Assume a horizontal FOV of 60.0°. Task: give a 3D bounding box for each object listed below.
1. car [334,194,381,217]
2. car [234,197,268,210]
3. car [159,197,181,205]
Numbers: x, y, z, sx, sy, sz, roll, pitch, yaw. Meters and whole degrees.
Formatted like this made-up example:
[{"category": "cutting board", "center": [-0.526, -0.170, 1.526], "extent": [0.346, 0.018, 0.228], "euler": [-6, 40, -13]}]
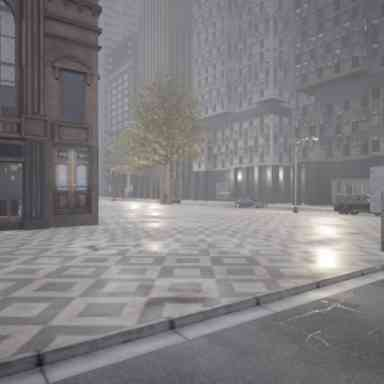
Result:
[{"category": "car", "center": [15.756, 1.199, 30.235], "extent": [2.150, 2.045, 5.566], "euler": [0, 0, -36]}, {"category": "car", "center": [7.385, 1.456, 41.924], "extent": [1.837, 1.490, 4.892], "euler": [0, 1, -36]}, {"category": "car", "center": [-3.851, 1.552, 57.767], "extent": [1.895, 1.301, 4.718], "euler": [0, 0, -36]}]
